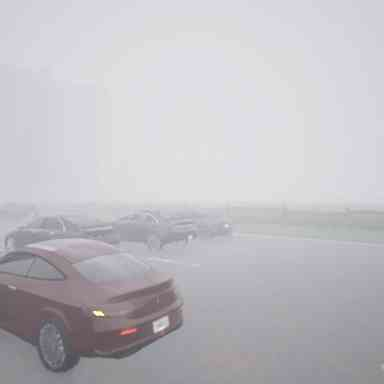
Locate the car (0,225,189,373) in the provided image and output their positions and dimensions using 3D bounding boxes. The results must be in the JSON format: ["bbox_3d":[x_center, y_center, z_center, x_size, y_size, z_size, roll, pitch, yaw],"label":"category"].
[{"bbox_3d":[-2.273,1.530,5.602,4.674,1.442,1.812,0,0,35],"label":"car"}]

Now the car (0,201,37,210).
[{"bbox_3d":[-14.298,1.532,26.994,4.892,1.490,1.837,0,0,35],"label":"car"}]

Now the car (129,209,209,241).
[{"bbox_3d":[-2.036,1.501,14.041,4.902,1.511,2.128,0,0,35],"label":"car"}]

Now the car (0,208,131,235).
[{"bbox_3d":[-4.611,1.515,11.577,4.892,1.490,1.837,0,0,35],"label":"car"}]

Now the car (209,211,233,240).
[{"bbox_3d":[-0.009,1.573,16.893,4.181,1.385,1.994,0,0,35],"label":"car"}]
